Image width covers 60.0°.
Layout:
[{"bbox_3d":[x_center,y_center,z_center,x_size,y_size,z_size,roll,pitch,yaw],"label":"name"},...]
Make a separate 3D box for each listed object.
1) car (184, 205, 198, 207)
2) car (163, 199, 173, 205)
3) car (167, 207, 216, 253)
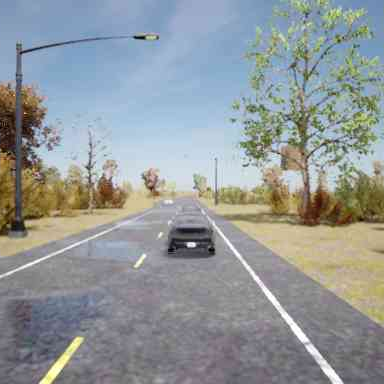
[{"bbox_3d":[-0.093,1.840,29.307,1.994,1.385,4.181,0,0,0],"label":"car"},{"bbox_3d":[-5.157,2.163,72.321,1.812,1.442,4.674,0,0,-8],"label":"car"},{"bbox_3d":[-0.023,1.643,14.312,1.837,1.490,4.892,0,0,0],"label":"car"}]
